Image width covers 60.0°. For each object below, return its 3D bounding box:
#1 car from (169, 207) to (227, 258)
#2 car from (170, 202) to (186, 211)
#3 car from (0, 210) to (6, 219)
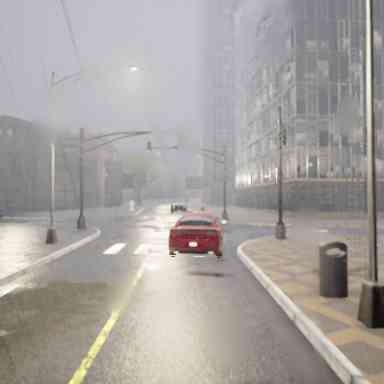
[{"bbox_3d":[0.341,1.573,13.373,1.882,1.535,5.008,0,0,7],"label":"car"},{"bbox_3d":[-1.738,1.896,41.355,1.895,1.301,4.718,0,0,-5],"label":"car"},{"bbox_3d":[-19.340,1.859,30.212,4.718,1.301,1.895,0,-1,19],"label":"car"}]
